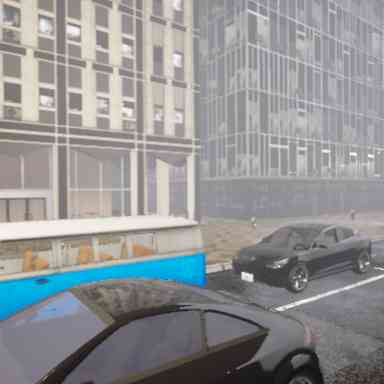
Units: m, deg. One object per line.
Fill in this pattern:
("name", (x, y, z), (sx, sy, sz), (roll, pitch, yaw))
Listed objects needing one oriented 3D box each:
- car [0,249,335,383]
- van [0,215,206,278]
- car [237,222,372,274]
("car", (-0.773, 1.557, 2.826), (4.181, 1.385, 1.994), (-1, 0, -35))
("van", (-1.627, 1.329, 5.402), (3.998, 1.788, 1.690), (-1, 0, -35))
("car", (3.012, 1.510, 8.706), (4.313, 1.339, 1.947), (-1, 0, -35))
